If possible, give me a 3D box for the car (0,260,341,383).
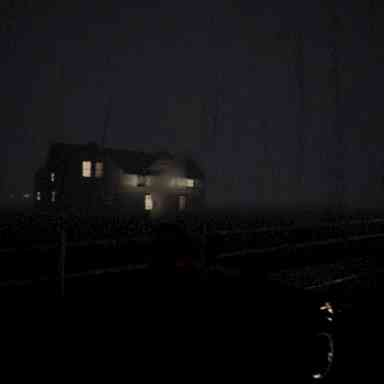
[{"bbox_3d":[-0.139,1.590,3.893,4.181,1.385,1.994,1,-1,-36],"label":"car"}]
